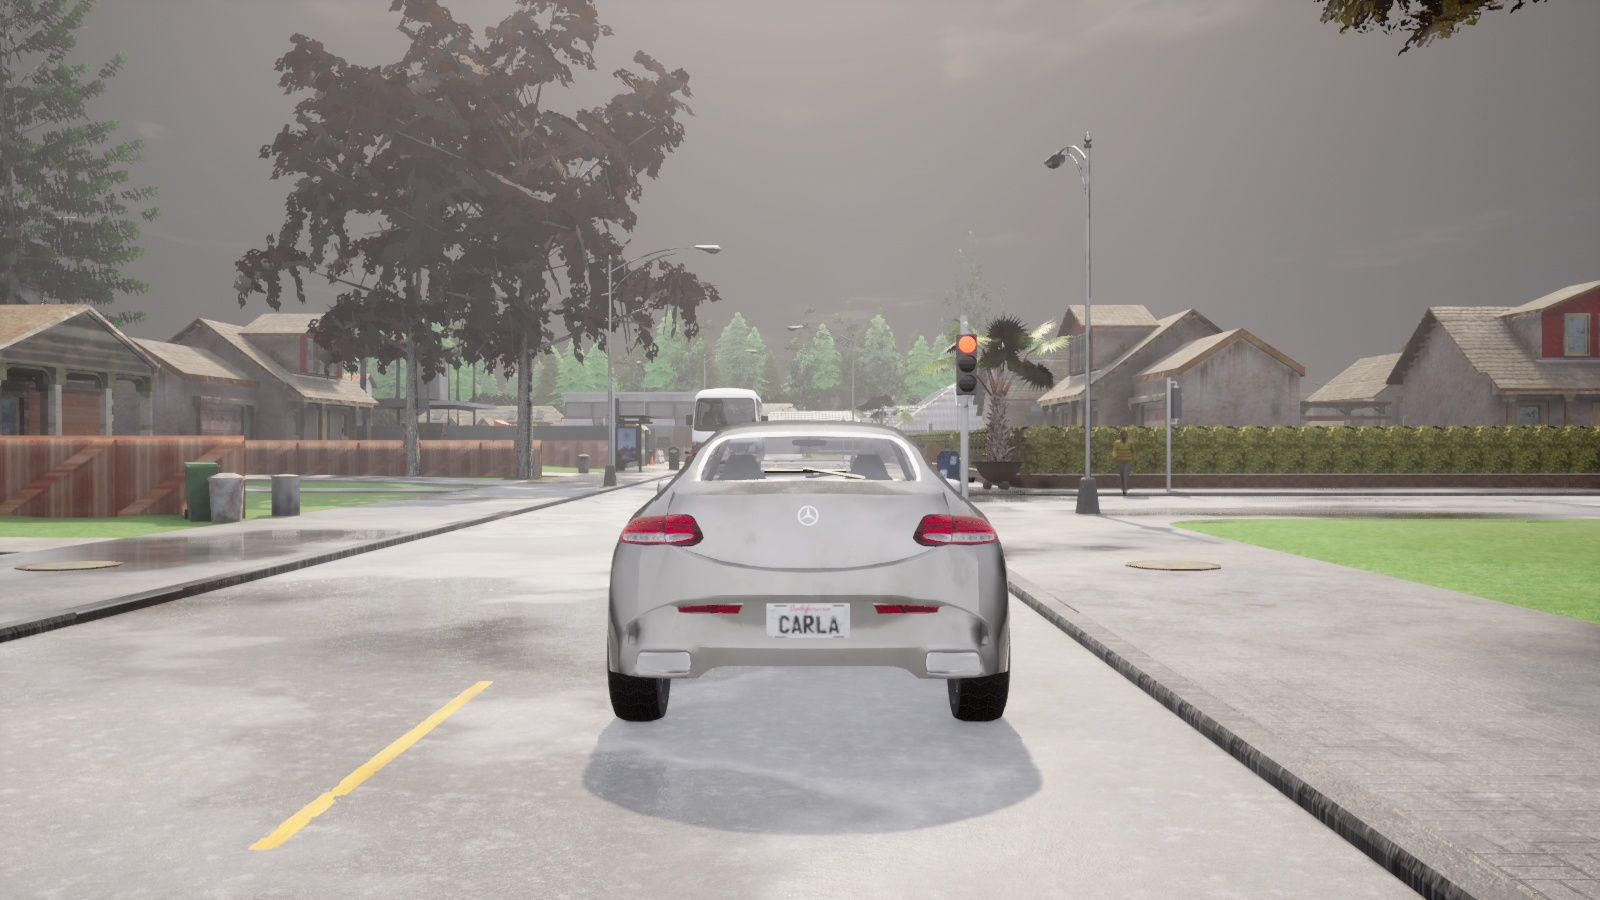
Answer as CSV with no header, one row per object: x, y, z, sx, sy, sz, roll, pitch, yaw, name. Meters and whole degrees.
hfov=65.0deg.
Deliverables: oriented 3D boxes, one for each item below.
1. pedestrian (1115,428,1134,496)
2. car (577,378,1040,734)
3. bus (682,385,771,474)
8.889,0.311,34.371,0.431,1.840,0.709,0,0,21,pedestrian
0.062,0.478,8.355,2.152,1.651,5.027,0,0,1,car
-3.622,-1.001,65.183,3.944,4.253,10.273,0,0,0,bus
